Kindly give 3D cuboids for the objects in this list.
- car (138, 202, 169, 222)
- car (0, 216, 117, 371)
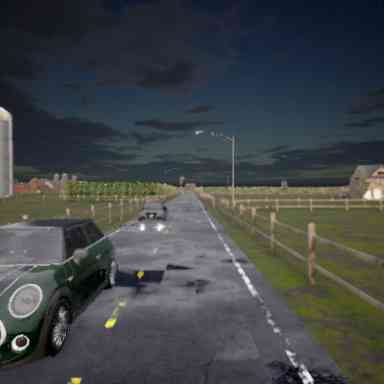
[{"bbox_3d":[-2.797,1.452,24.993,1.994,1.385,4.181,0,0,0],"label":"car"},{"bbox_3d":[-2.829,1.325,5.979,2.097,1.767,4.553,0,0,0],"label":"car"}]
